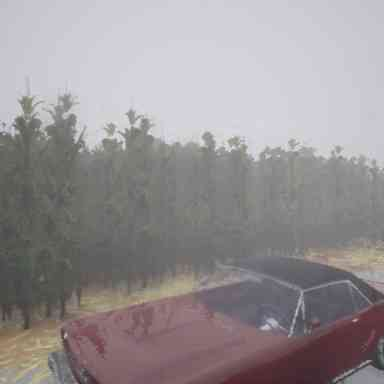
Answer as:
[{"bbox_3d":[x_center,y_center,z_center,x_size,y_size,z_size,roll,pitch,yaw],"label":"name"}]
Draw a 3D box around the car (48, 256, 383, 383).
[{"bbox_3d":[0.860,1.593,4.097,4.718,1.301,1.895,0,0,-35],"label":"car"}]
